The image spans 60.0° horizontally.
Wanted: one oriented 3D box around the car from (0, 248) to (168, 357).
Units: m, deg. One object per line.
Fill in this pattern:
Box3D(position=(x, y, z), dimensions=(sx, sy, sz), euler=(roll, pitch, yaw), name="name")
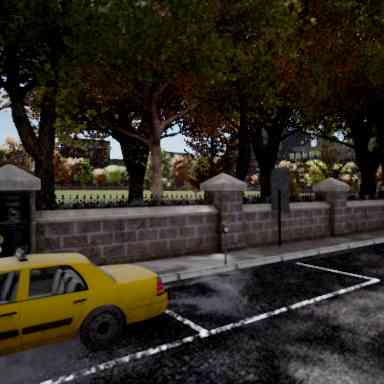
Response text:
Box3D(position=(-2.683, 1.525, 4.646), dimensions=(4.829, 1.417, 1.752), euler=(0, 0, -35), name="car")
